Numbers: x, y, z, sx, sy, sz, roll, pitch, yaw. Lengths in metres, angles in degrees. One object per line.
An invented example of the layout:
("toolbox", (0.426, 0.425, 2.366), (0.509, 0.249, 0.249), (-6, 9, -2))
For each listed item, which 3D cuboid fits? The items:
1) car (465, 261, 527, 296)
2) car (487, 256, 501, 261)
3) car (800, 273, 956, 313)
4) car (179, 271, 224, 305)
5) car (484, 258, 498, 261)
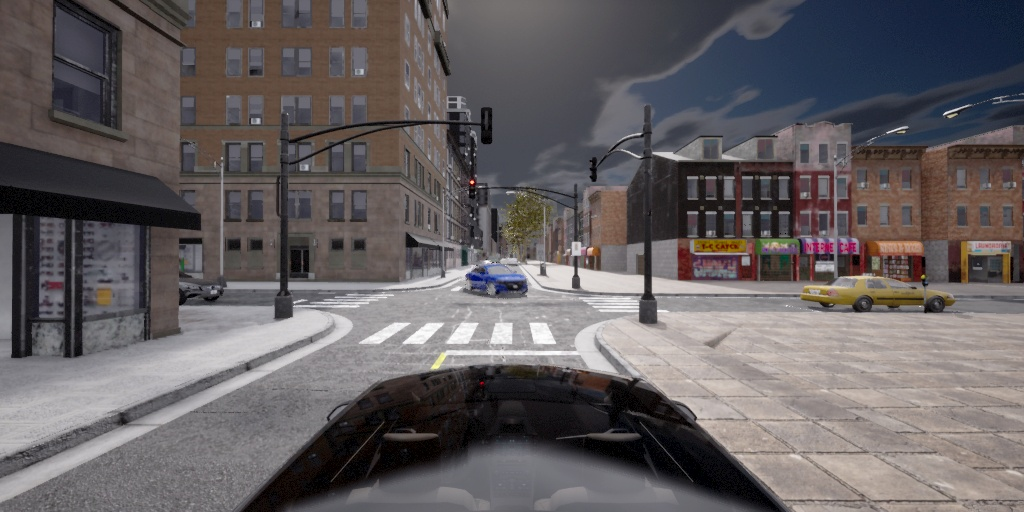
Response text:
("car", (-0.993, 1.222, 19.657), (1.882, 1.535, 5.008), (-1, 0, -27))
("car", (-2.848, 0.951, 53.249), (2.150, 2.045, 5.566), (0, 0, 0))
("car", (13.881, 1.346, 13.694), (4.829, 1.417, 1.751), (0, 0, 0))
("car", (-14.412, 1.195, 14.520), (4.674, 1.442, 1.812), (0, 0, 0))
("car", (-2.859, 1.225, 37.098), (2.128, 1.511, 4.902), (0, 0, 0))
